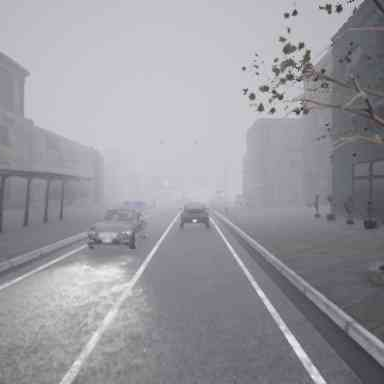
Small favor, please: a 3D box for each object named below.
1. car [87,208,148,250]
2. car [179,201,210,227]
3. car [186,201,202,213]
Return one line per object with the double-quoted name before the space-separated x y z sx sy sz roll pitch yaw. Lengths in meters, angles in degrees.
"car" -3.051 1.488 14.456 2.128 1.511 4.902 0 0 0
"car" 0.176 1.503 22.627 1.837 1.490 4.892 0 0 0
"car" 0.242 1.816 41.439 1.895 1.301 4.718 0 0 0
